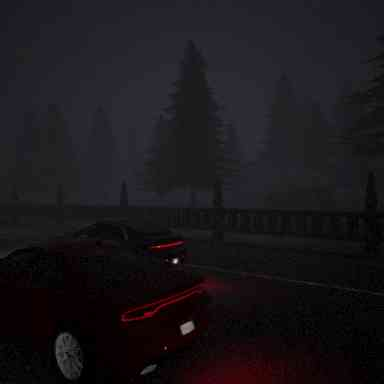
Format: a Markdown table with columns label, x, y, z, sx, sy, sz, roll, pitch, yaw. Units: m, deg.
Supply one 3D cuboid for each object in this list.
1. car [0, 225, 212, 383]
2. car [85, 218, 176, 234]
| label | x | y | z | sx | sy | sz | roll | pitch | yaw |
| --- | --- | --- | --- | --- | --- | --- | --- | --- | --- |
| car | -2.064 | 1.504 | 5.476 | 5.008 | 1.535 | 1.882 | 0 | 0 | 36 |
| car | -2.396 | 1.548 | 10.021 | 4.892 | 1.490 | 1.837 | 0 | 0 | 36 |
